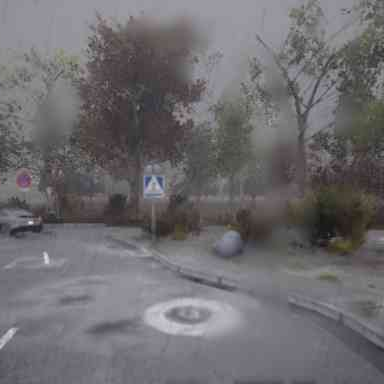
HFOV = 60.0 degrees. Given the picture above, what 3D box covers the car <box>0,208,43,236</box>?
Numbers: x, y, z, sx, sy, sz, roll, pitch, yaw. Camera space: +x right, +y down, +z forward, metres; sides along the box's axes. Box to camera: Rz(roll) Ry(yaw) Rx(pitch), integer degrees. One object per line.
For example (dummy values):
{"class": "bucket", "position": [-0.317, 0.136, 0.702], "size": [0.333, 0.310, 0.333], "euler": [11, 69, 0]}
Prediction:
{"class": "car", "position": [-10.287, 1.574, 18.339], "size": [4.181, 1.385, 1.994], "euler": [0, 0, 26]}
